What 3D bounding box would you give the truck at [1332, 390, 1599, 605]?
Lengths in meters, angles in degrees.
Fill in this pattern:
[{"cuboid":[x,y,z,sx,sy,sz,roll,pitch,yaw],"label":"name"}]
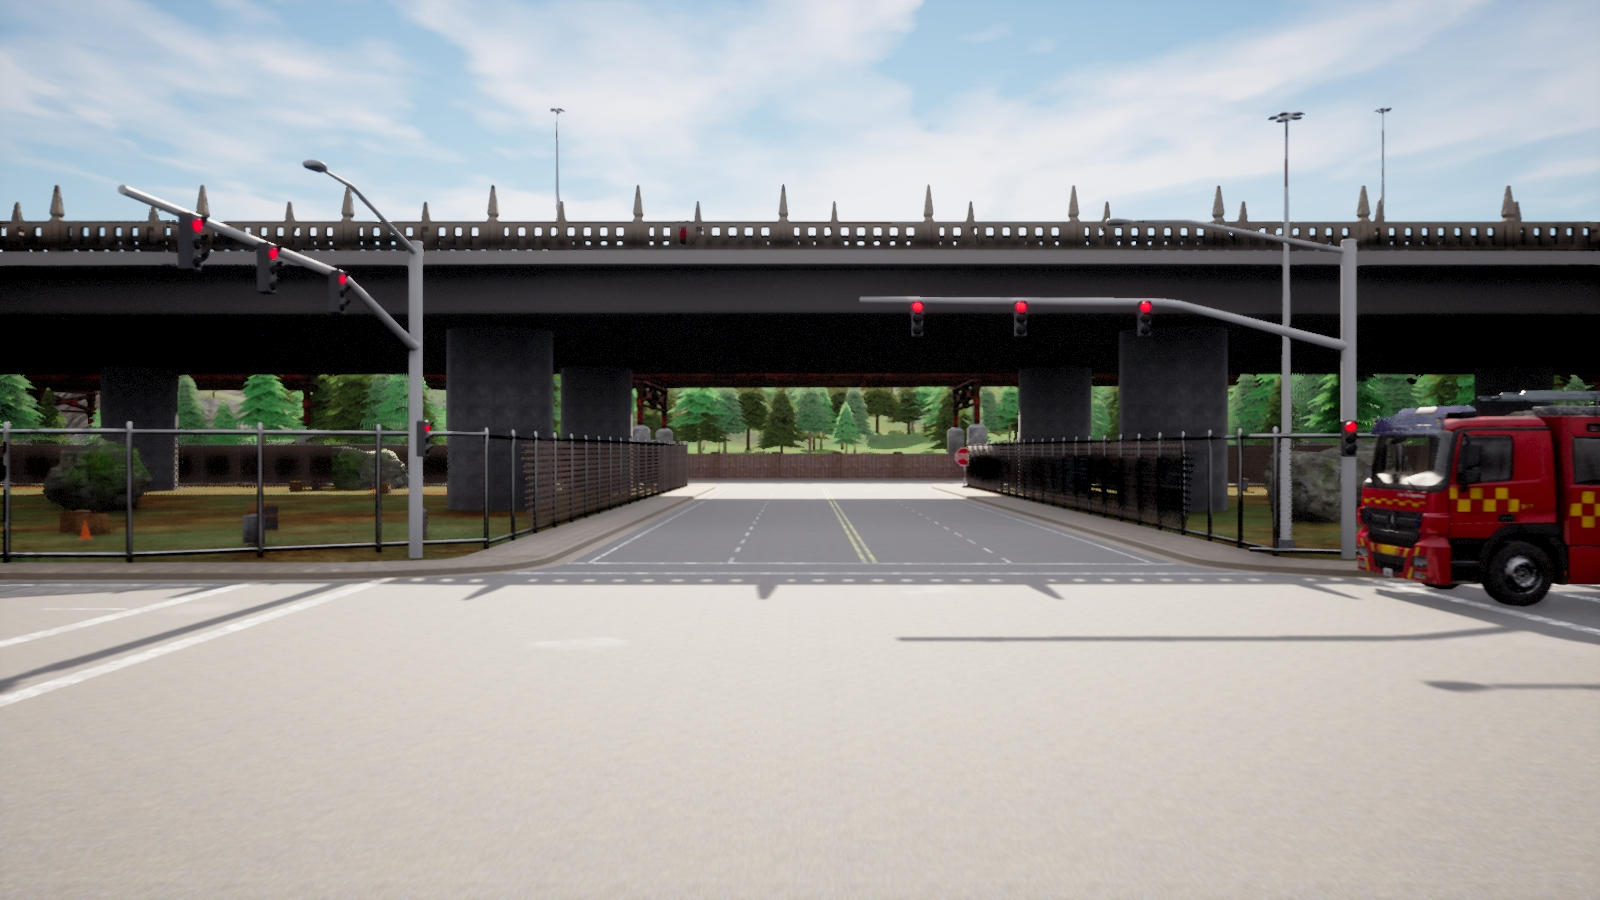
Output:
[{"cuboid":[15.016,0.840,21.691,8.468,3.827,2.891,0,0,0],"label":"truck"}]
